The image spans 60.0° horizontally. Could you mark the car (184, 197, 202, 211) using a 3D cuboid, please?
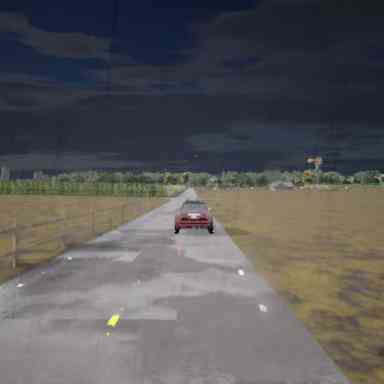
[{"bbox_3d":[0.104,1.406,40.032,2.128,1.511,4.902,0,0,0],"label":"car"}]

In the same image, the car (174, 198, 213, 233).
[{"bbox_3d":[0.102,1.329,19.629,2.097,1.767,4.553,0,0,0],"label":"car"}]
